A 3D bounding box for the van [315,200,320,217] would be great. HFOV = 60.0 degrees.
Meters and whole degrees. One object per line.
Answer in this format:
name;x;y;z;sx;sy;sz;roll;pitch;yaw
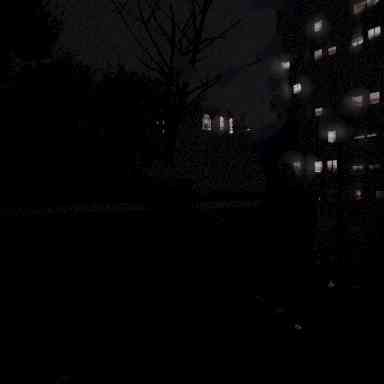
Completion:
van;10.434;1.647;32.600;1.690;1.788;3.998;-1;0;-36
